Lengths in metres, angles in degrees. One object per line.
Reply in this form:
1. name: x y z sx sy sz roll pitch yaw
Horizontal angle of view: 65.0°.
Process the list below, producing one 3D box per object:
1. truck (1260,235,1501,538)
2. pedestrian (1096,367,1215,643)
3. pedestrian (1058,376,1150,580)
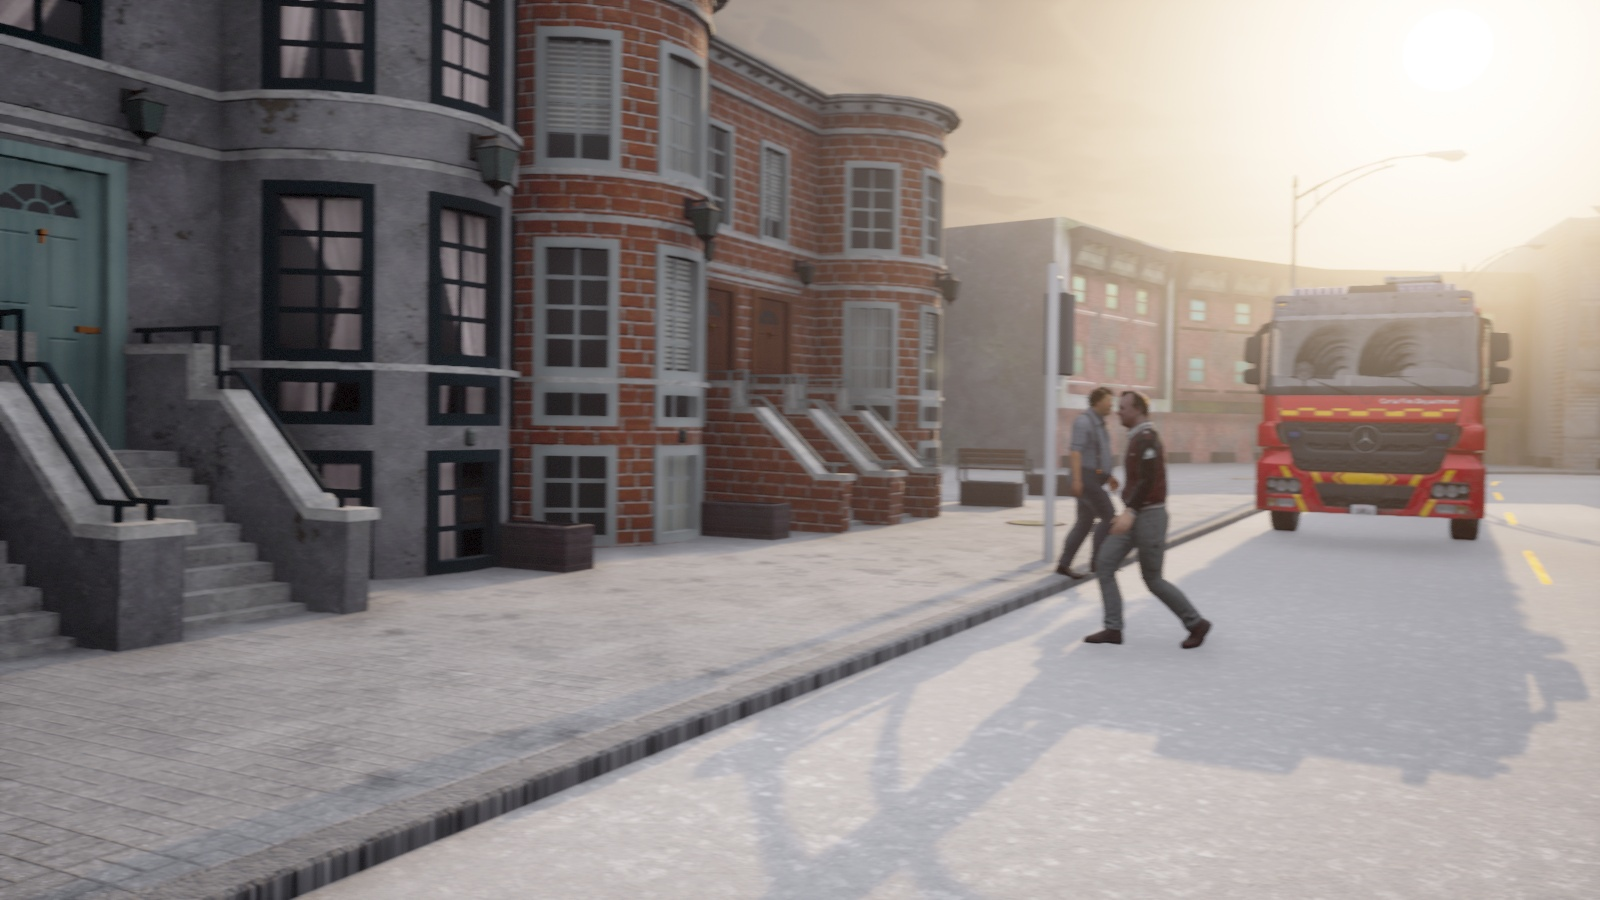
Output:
1. truck: 9.627 -0.903 20.297 2.891 3.827 8.468 0 1 29
2. pedestrian: 2.437 0.372 8.633 0.720 1.854 0.376 0 1 3
3. pedestrian: 2.855 0.243 11.779 0.694 1.848 0.540 0 2 33
